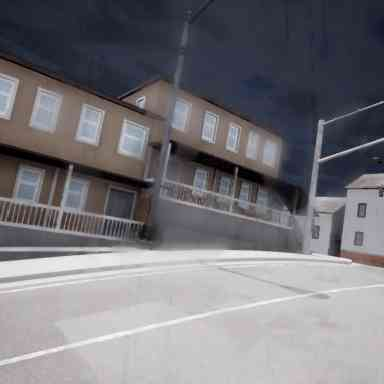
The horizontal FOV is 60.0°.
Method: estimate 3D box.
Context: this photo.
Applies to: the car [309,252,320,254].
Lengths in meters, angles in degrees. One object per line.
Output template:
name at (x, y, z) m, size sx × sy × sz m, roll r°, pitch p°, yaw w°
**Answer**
car at (11.054, 6.100, 29.943) m, size 1.895 × 1.301 × 4.718 m, roll 14°, pitch -17°, yaw -34°
